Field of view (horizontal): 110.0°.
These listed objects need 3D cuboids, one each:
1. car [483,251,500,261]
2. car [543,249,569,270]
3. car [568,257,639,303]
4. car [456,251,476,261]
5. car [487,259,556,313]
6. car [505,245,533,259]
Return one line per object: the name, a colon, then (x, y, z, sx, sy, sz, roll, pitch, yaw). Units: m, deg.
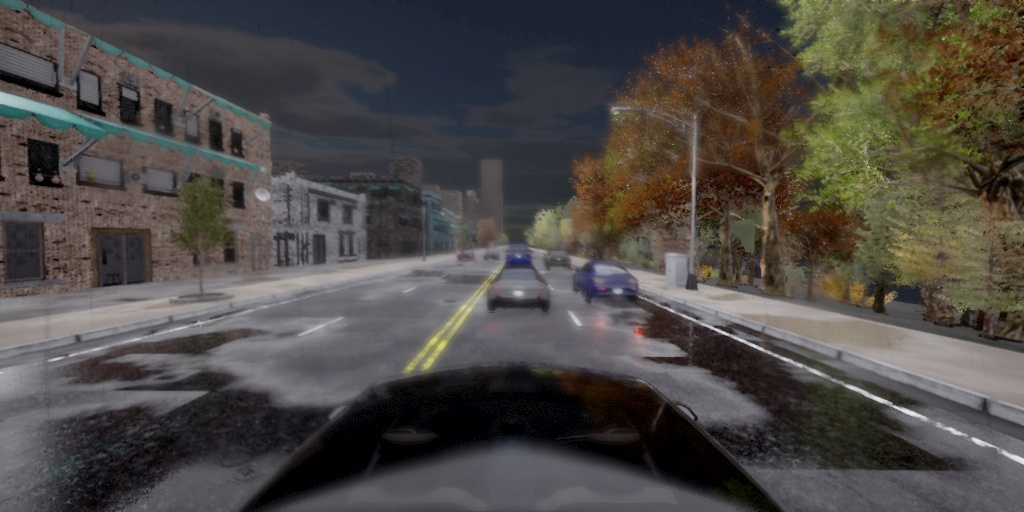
car: (-2.543, -0.006, 45.439, 1.895, 1.301, 4.718, 0, 2, 1)
car: (3.870, 0.200, 31.366, 2.097, 1.767, 4.553, 0, 2, 1)
car: (3.534, 0.907, 14.017, 1.812, 1.442, 4.674, 0, 2, 1)
car: (-5.793, -0.019, 45.500, 1.895, 1.301, 4.718, 0, 2, 1)
car: (0.241, 0.986, 12.363, 1.994, 1.385, 4.181, 0, 2, 2)
car: (0.606, 0.079, 30.664, 2.150, 2.045, 5.566, 0, 2, 1)
